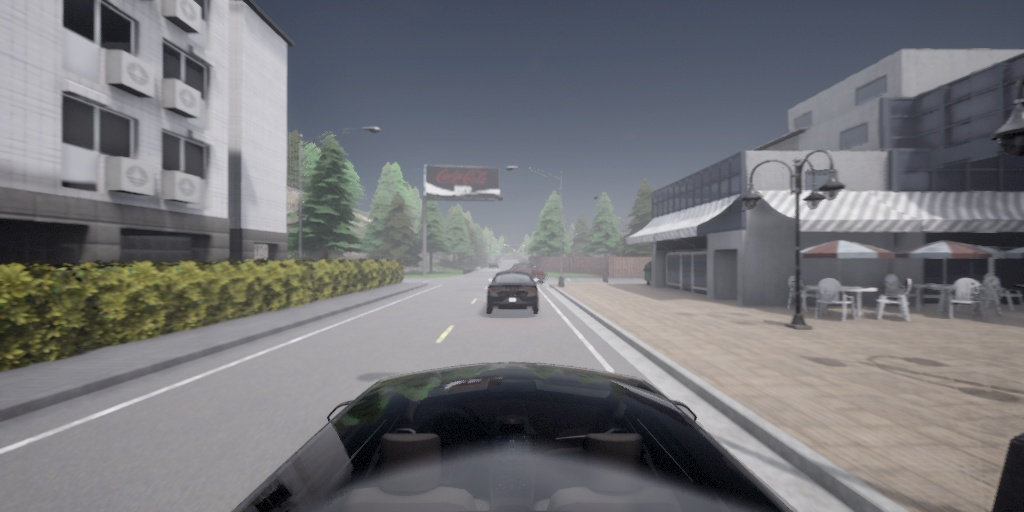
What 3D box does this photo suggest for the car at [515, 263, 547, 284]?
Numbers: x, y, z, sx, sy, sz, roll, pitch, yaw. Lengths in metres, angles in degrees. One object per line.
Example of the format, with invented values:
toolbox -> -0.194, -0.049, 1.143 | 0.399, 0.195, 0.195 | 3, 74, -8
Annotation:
car -> 1.318, 1.380, 28.977 | 2.097, 1.767, 4.553 | 0, -4, 20

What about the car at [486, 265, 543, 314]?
car -> 0.039, 1.312, 14.369 | 1.882, 1.535, 5.008 | 0, 0, 1
